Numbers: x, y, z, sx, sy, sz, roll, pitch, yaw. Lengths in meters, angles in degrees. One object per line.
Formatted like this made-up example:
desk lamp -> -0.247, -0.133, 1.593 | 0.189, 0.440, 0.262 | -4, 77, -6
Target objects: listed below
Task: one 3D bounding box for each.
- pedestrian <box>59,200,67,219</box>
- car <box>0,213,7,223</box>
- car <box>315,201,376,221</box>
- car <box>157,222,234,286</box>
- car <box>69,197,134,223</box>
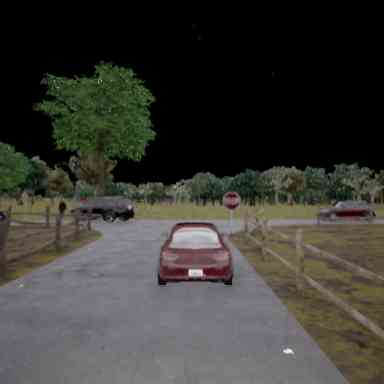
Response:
pedestrian -> -12.190, 1.613, 31.271 | 0.375, 1.860, 0.375 | 0, -2, 0
car -> -16.452, 1.726, 25.278 | 4.181, 1.385, 1.994 | 0, -2, 0
car -> 12.890, 1.519, 28.209 | 4.553, 1.767, 2.097 | 0, -2, -1
car -> 0.082, 1.585, 9.460 | 1.812, 1.442, 4.674 | 0, 0, 0
car -> -7.480, 1.443, 27.480 | 5.566, 2.045, 2.150 | -1, -3, 22
